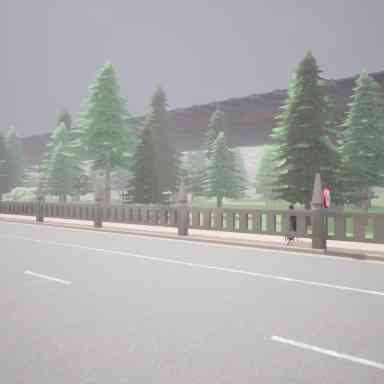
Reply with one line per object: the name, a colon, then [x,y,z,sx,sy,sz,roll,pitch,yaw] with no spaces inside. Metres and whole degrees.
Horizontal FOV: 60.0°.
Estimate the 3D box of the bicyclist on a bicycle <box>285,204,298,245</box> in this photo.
bicyclist on a bicycle: [4.108,1.343,13.598,0.582,1.620,1.656,0,-3,35]
